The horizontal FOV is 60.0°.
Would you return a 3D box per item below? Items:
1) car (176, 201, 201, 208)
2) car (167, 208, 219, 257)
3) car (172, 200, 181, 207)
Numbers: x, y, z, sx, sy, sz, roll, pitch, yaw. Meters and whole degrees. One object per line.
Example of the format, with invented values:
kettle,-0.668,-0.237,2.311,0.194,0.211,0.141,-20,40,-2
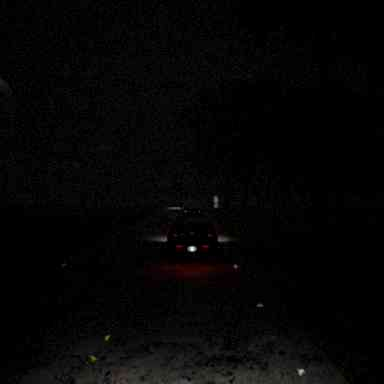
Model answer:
car,0.043,1.786,28.505,2.128,1.511,4.902,0,0,1
car,0.032,1.642,13.507,1.837,1.490,4.892,0,0,1
car,-2.724,2.272,64.556,1.994,1.385,4.181,0,-1,1
